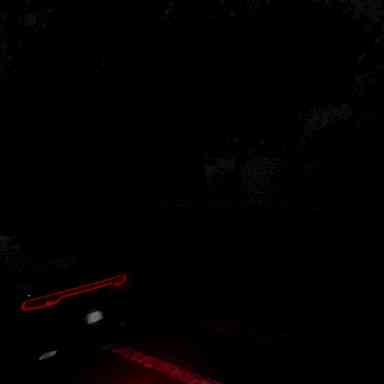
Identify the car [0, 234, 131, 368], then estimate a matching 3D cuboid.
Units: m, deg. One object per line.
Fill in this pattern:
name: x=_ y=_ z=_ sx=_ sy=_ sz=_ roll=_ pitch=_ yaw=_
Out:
car: x=-3.260 y=1.476 z=5.705 sx=5.008 sy=1.535 sz=1.882 roll=-1 pitch=0 yaw=36
